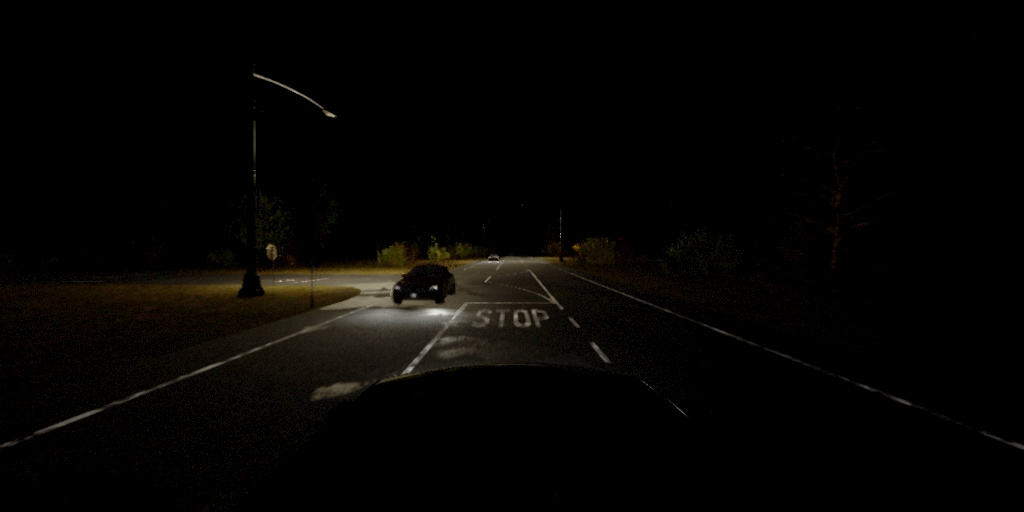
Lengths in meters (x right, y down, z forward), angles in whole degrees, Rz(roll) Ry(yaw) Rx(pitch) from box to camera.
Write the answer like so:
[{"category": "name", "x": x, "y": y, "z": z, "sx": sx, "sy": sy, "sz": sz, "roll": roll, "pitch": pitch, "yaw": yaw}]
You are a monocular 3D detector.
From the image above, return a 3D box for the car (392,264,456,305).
[{"category": "car", "x": -3.500, "y": 1.090, "z": 15.102, "sx": 1.812, "sy": 1.442, "sz": 4.674, "roll": 0, "pitch": 1, "yaw": 0}]
